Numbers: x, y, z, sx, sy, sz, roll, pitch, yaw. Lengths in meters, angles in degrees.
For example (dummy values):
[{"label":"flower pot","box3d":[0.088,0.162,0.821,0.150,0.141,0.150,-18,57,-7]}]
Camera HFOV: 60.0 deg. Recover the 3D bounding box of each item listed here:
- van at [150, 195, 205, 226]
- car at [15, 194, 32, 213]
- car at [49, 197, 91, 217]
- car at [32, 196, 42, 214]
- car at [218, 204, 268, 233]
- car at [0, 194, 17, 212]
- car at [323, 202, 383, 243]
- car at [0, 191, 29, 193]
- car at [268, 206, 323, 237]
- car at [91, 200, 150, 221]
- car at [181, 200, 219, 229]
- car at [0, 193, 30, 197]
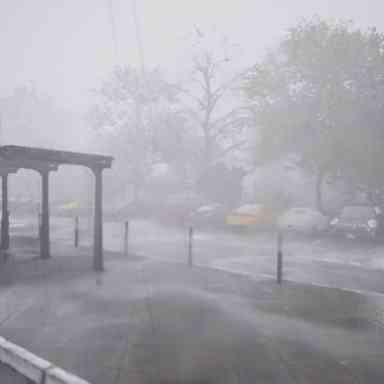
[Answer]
[{"label":"van","box3d":[-0.553,1.195,23.239,1.878,1.987,4.442,1,0,35]},{"label":"car","box3d":[-14.191,1.265,32.797,2.231,1.521,4.892,1,0,35]},{"label":"car","box3d":[-9.778,1.313,29.426,1.946,1.575,5.366,1,0,35]},{"label":"car","box3d":[-11.916,1.320,31.209,2.163,1.488,4.792,1,0,35]},{"label":"car","box3d":[3.901,1.473,19.925,2.097,1.535,5.008,1,0,35]},{"label":"car","box3d":[-16.454,1.238,34.405,2.097,1.535,5.008,1,0,35]},{"label":"car","box3d":[8.447,1.401,16.738,2.185,1.767,4.553,1,0,35]},{"label":"car","box3d":[-20.997,0.935,37.592,2.435,2.045,5.566,1,0,35]},{"label":"car","box3d":[6.164,1.540,18.320,2.002,1.452,4.674,1,0,35]},{"label":"car","box3d":[-5.163,1.398,26.337,2.163,1.488,4.792,1,0,35]},{"label":"car","box3d":[1.638,1.487,21.536,2.002,1.452,4.674,1,0,35]},{"label":"car","box3d":[-18.717,1.212,36.013,2.097,1.535,5.008,1,0,35]}]
